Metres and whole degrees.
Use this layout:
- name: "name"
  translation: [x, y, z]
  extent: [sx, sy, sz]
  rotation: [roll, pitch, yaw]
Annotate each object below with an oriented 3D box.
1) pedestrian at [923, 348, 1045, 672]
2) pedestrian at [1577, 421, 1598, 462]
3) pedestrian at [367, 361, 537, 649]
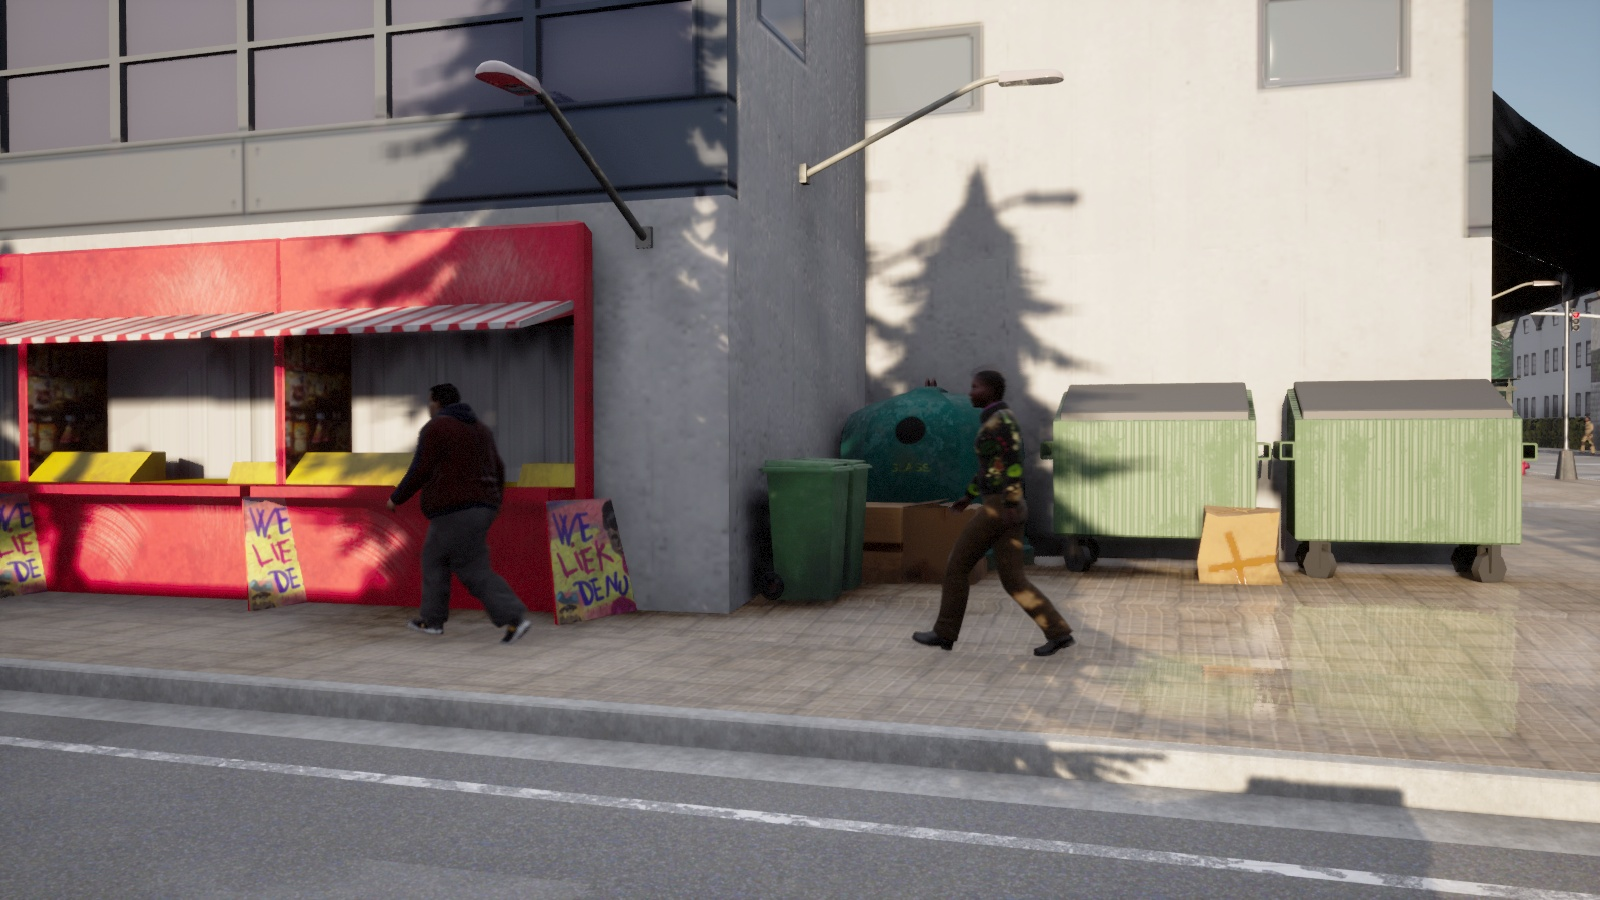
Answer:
- name: "pedestrian"
  translation: [1.140, 0.353, 7.756]
  extent: [0.692, 1.930, 0.395]
  rotation: [0, 1, 16]
- name: "pedestrian"
  translation: [36.910, -0.393, 58.881]
  extent: [0.692, 1.930, 0.396]
  rotation: [0, 1, -1]
- name: "pedestrian"
  translation: [-2.336, 0.343, 8.466]
  extent: [0.899, 1.844, 0.634]
  rotation: [1, 1, 17]
